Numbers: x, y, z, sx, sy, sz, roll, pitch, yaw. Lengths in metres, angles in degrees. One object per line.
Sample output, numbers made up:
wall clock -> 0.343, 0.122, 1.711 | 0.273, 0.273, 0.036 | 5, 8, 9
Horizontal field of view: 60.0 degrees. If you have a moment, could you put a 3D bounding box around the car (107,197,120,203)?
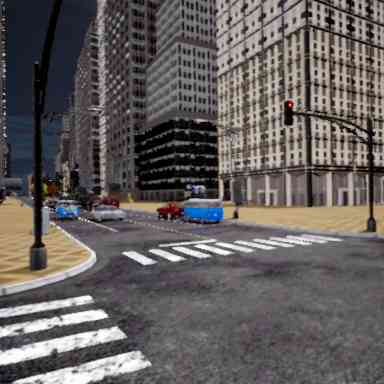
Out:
car -> -12.353, 1.672, 50.251 | 2.192, 1.841, 5.009 | 0, 0, -28

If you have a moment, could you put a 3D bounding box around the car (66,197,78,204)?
car -> -29.280, 2.134, 81.088 | 1.882, 1.535, 5.008 | -1, 0, -28

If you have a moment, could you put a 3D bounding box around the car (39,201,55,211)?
car -> -22.353, 2.051, 51.166 | 2.008, 1.369, 4.403 | 0, 0, -28

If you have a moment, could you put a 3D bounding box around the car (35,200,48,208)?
car -> -27.592, 2.176, 60.929 | 1.802, 1.307, 4.206 | 0, 0, -28

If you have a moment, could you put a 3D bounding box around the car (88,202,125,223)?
car -> -7.255, 1.840, 28.504 | 1.895, 1.301, 4.718 | -1, 0, -28

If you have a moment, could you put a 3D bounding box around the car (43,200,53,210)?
car -> -19.734, 2.019, 46.286 | 1.947, 1.339, 4.313 | 0, 0, -28

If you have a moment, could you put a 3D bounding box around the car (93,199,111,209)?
car -> -14.970, 1.948, 55.131 | 1.887, 1.381, 4.507 | 0, 0, -28

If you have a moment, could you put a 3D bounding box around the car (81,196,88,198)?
car -> -18.826, 1.683, 56.610 | 2.150, 2.045, 5.566 | -1, 0, -28

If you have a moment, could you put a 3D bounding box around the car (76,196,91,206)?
car -> -22.831, 1.858, 69.774 | 2.192, 1.841, 5.009 | 0, 0, -28

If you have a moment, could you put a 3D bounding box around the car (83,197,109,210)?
car -> -13.848, 1.864, 47.434 | 2.128, 1.511, 4.902 | -1, 0, -28

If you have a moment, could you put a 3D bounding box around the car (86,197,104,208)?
car -> -17.593, 1.765, 60.013 | 2.192, 1.841, 5.009 | 0, 0, -28

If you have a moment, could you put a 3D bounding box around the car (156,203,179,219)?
car -> -1.854, 1.712, 30.742 | 1.887, 1.381, 4.507 | 0, 0, -28

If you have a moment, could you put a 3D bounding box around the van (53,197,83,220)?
van -> -11.878, 1.653, 31.646 | 1.690, 1.788, 3.998 | 0, 0, -28

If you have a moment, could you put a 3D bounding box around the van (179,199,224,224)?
van -> 0.842, 1.460, 25.906 | 1.690, 1.788, 3.998 | 0, 0, -28
